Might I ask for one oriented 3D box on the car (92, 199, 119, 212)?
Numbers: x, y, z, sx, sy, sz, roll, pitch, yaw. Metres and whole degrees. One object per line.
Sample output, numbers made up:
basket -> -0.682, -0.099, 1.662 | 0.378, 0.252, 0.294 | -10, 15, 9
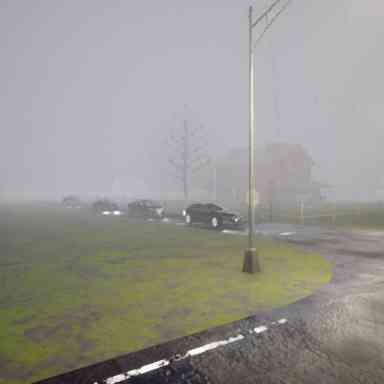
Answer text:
car -> -9.907, 1.458, 37.882 | 1.994, 1.385, 4.181 | 0, 0, -36

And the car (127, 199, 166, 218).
car -> -4.123, 1.411, 29.678 | 2.128, 1.511, 4.902 | 0, 0, -35

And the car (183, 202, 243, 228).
car -> 1.273, 1.450, 22.025 | 1.837, 1.490, 4.892 | 0, 0, -35

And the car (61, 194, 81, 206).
car -> -18.478, 1.429, 50.197 | 1.812, 1.442, 4.674 | 0, 0, -35

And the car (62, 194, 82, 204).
car -> -21.475, 1.181, 59.390 | 2.097, 1.767, 4.553 | 0, 0, -35
